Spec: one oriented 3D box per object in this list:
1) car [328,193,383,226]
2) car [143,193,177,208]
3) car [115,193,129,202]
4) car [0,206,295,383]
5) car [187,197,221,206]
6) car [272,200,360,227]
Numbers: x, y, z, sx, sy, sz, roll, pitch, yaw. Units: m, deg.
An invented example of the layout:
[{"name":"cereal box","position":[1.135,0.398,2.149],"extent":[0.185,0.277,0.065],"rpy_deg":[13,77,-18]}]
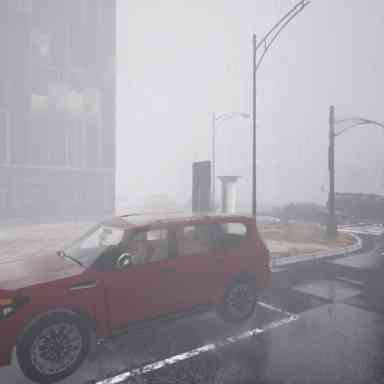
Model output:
[{"name":"car","position":[11.566,1.092,21.957],"extent":[2.150,2.045,5.566],"rpy_deg":[0,1,-36]},{"name":"car","position":[-3.543,0.957,36.932],"extent":[2.097,1.767,4.553],"rpy_deg":[0,1,-36]},{"name":"car","position":[-12.214,0.922,54.281],"extent":[2.033,1.411,5.357],"rpy_deg":[0,1,-36]},{"name":"car","position":[-0.818,1.315,5.592],"extent":[5.009,1.841,2.192],"rpy_deg":[0,0,-35]},{"name":"car","position":[1.328,1.163,35.804],"extent":[1.837,1.490,4.892],"rpy_deg":[0,1,-36]},{"name":"car","position":[7.655,1.385,21.778],"extent":[2.033,1.411,5.357],"rpy_deg":[0,1,-36]}]
